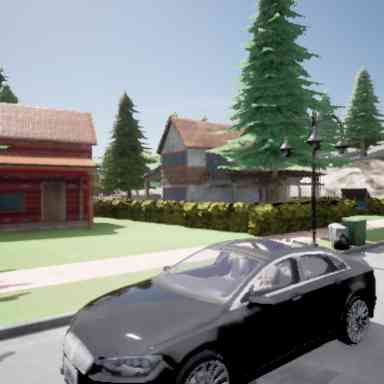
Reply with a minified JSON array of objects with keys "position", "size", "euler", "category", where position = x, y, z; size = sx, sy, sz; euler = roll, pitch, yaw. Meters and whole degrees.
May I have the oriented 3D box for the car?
[{"position":[0.769,1.494,4.728],"size":[4.902,1.511,2.128],"euler":[0,0,-37],"category":"car"}]
